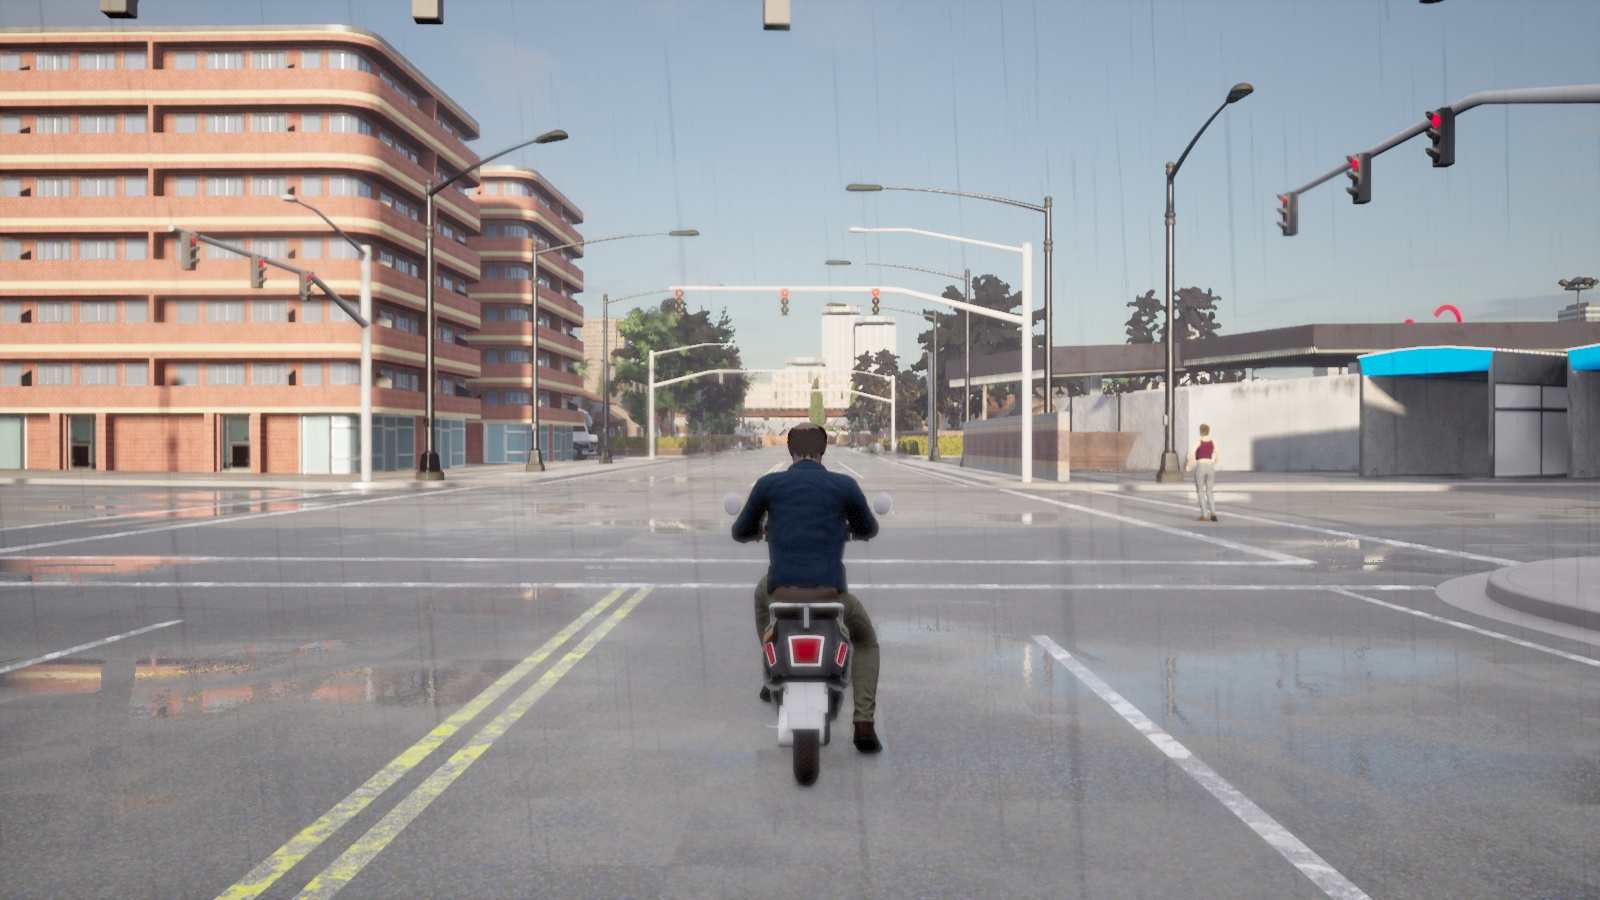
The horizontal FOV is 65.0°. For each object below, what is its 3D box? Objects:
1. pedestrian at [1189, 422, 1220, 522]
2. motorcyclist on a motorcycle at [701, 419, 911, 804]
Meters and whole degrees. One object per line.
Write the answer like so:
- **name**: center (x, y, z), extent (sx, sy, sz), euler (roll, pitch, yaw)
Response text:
- **pedestrian**: center (7.491, 0.399, 23.260), extent (0.345, 1.836, 0.594), euler (0, 0, -2)
- **motorcyclist on a motorcycle**: center (0.034, 0.661, 6.091), extent (0.866, 1.590, 1.817), euler (0, 0, 1)
